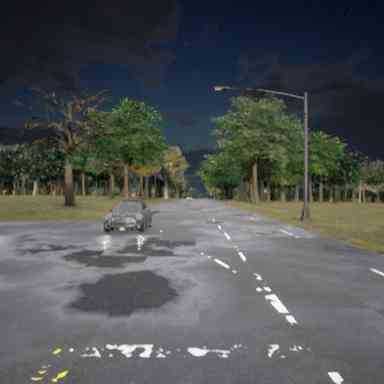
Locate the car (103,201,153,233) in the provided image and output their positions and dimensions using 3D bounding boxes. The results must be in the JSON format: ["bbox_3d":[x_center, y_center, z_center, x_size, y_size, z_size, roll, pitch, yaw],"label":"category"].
[{"bbox_3d":[-3.476,1.282,18.799,2.097,1.767,4.553,1,-1,0],"label":"car"}]
